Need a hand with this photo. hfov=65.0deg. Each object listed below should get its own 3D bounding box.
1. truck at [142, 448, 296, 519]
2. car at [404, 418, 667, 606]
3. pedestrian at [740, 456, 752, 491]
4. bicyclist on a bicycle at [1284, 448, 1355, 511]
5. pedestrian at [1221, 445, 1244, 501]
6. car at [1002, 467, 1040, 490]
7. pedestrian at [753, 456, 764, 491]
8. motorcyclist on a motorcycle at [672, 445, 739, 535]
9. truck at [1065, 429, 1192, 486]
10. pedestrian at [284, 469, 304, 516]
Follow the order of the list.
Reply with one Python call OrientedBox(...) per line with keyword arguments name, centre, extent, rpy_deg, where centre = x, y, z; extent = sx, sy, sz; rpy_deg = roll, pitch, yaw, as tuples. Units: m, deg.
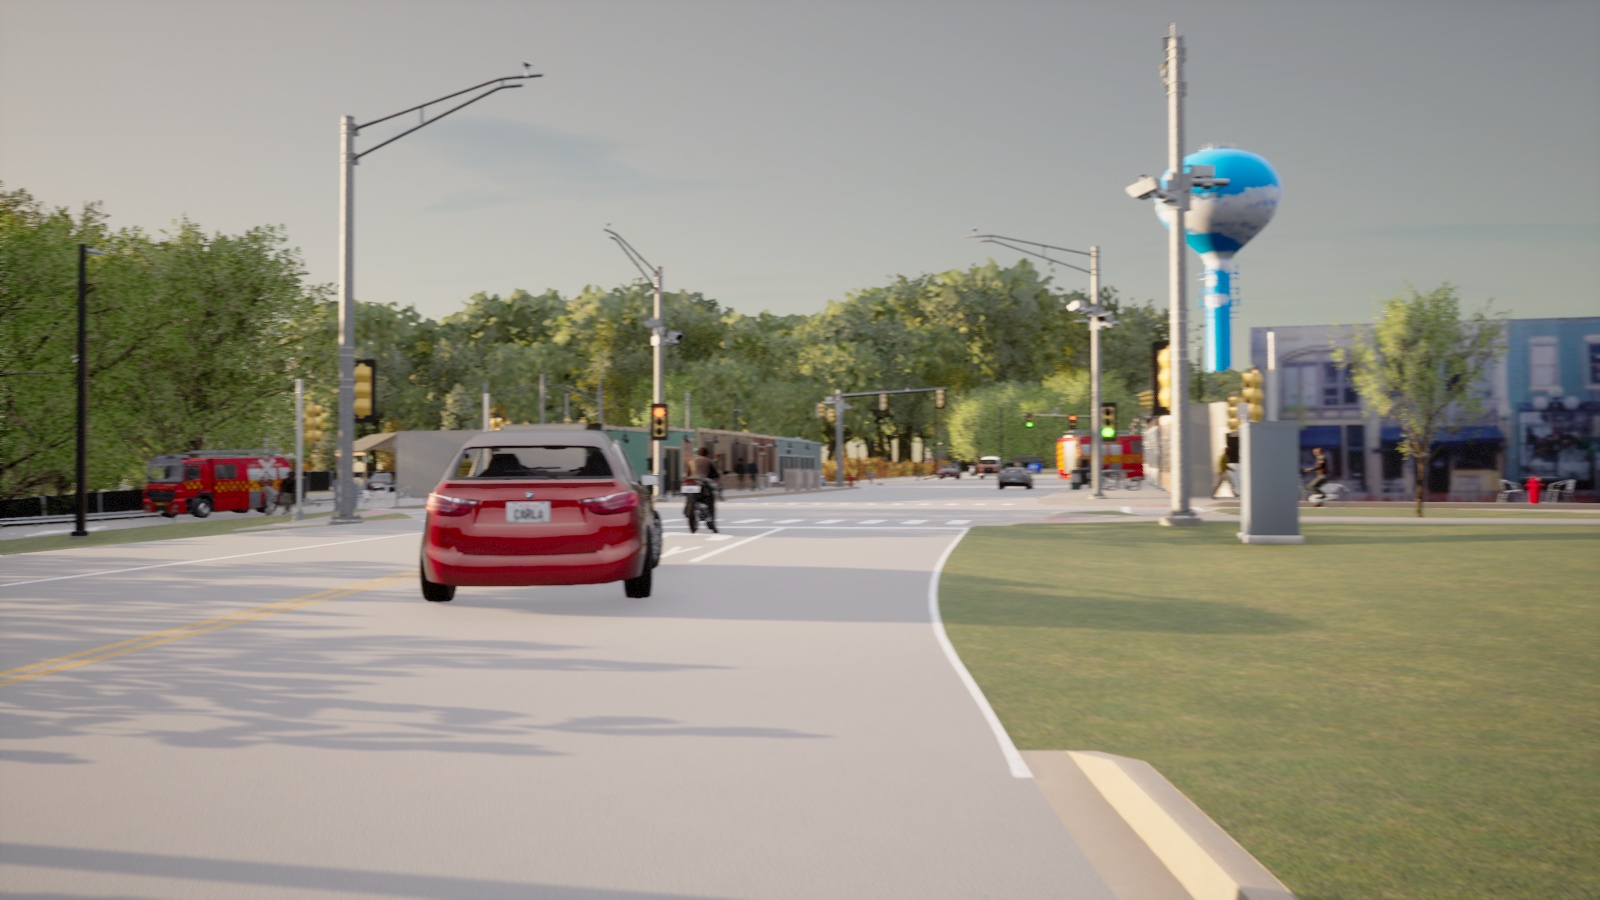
OrientedBox(name="truck", centre=(-33.707, 1.860, 73.311), extent=(2.891, 3.827, 8.468), rpy_deg=(-1, 0, 21))
OrientedBox(name="car", centre=(-2.593, 0.538, 13.530), extent=(2.242, 1.667, 4.611), rpy_deg=(0, 0, -5))
OrientedBox(name="pedestrian", centre=(-2.853, 1.226, 66.239), extent=(0.431, 1.840, 0.703), rpy_deg=(0, -1, 14))
OrientedBox(name="bicyclist on a bicycle", centre=(14.871, 0.839, 35.976), extent=(1.843, 1.776, 0.659), rpy_deg=(0, -1, 19))
OrientedBox(name="pedestrian", centre=(14.487, 0.769, 42.055), extent=(0.726, 1.835, 0.370), rpy_deg=(-1, -1, 19))
OrientedBox(name="car", centre=(13.642, 1.746, 77.438), extent=(1.994, 1.385, 4.181), rpy_deg=(0, -1, 14))
OrientedBox(name="pedestrian", centre=(-2.204, 1.239, 66.493), extent=(0.402, 1.842, 0.726), rpy_deg=(0, -1, 13))
OrientedBox(name="motorcyclist on a motorcycle", centre=(-1.654, 0.696, 22.323), extent=(0.797, 1.523, 2.044), rpy_deg=(0, -1, 8))
OrientedBox(name="truck", centre=(23.258, 0.518, 88.790), extent=(8.468, 3.827, 2.891), rpy_deg=(0, -3, -21))
OrientedBox(name="pedestrian", centre=(-19.948, 1.665, 49.491), extent=(0.703, 1.840, 0.431), rpy_deg=(-1, -2, 39))
